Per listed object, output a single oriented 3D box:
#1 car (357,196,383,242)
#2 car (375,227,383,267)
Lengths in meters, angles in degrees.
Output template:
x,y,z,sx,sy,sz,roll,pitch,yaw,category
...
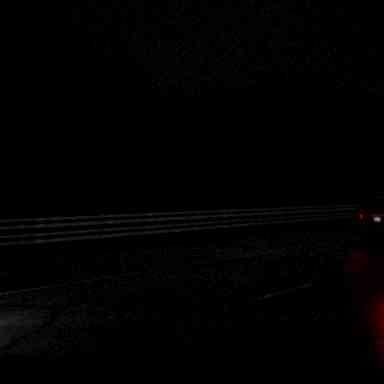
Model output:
x,y,z,sx,sy,sz,roll,pitch,yaw,category
9.629,1.209,14.897,5.566,2.045,2.150,1,0,-35,car
7.007,1.601,8.738,4.718,1.301,1.895,0,0,-35,car
